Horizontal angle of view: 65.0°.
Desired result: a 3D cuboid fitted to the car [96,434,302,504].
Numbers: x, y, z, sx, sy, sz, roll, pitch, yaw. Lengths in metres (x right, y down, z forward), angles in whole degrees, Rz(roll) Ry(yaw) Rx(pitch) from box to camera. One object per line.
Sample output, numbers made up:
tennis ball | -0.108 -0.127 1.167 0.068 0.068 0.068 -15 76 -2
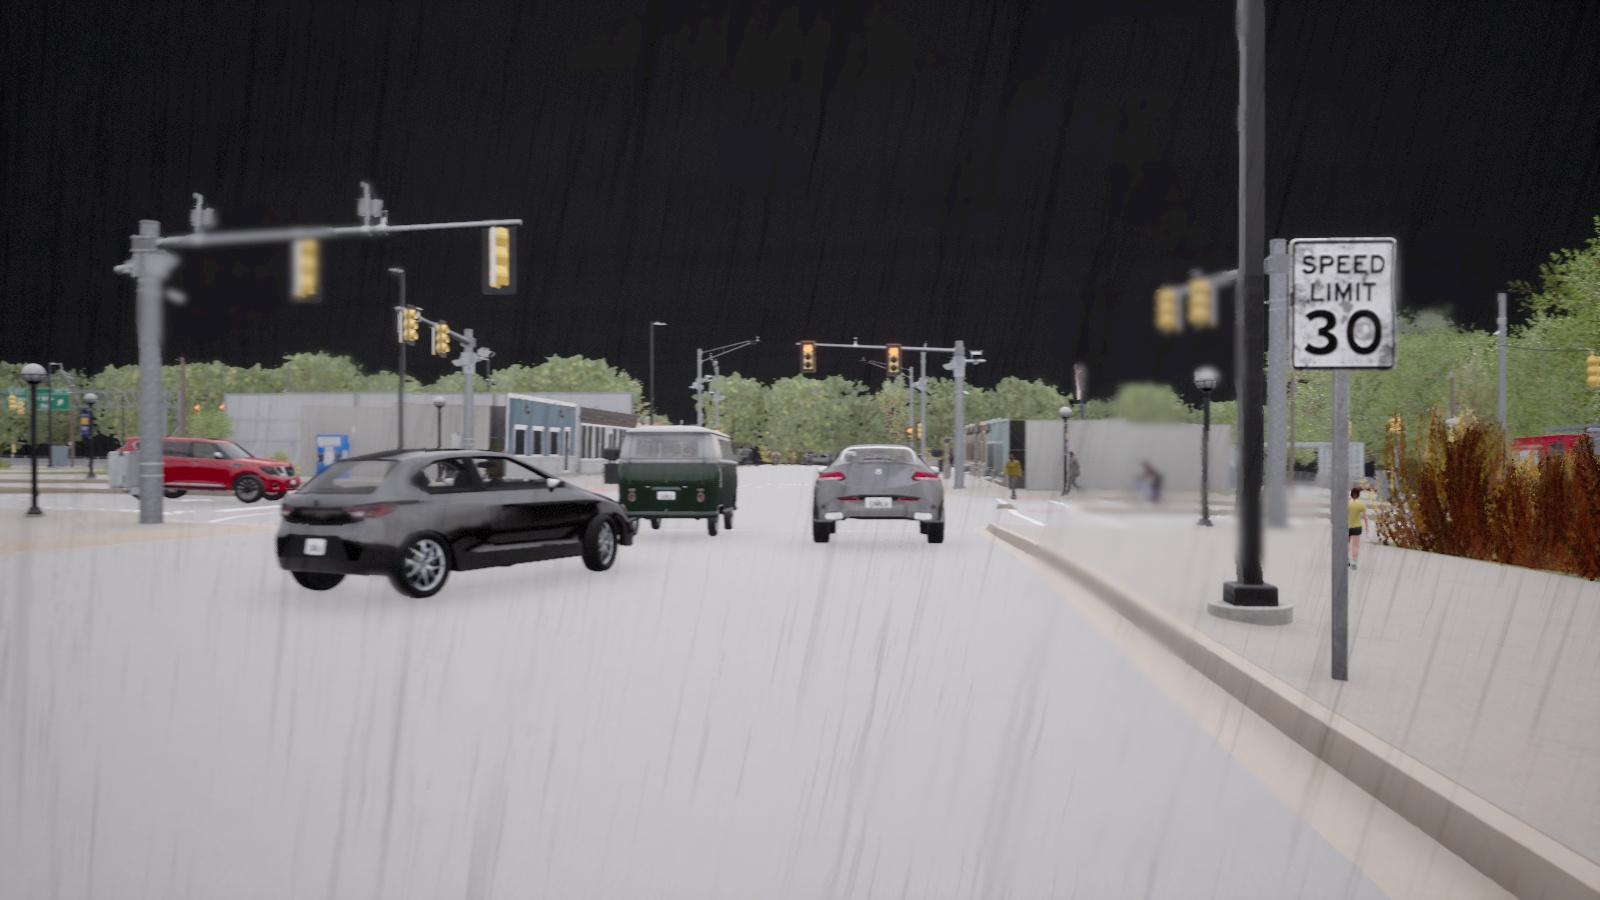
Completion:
car | -19.285 0.587 40.473 5.566 2.045 2.150 2 0 0

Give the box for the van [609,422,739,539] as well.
van | -2.255 0.563 23.577 1.775 1.987 4.442 0 -1 3

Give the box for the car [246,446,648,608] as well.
car | -3.709 0.715 13.955 1.816 1.474 4.193 0 1 31

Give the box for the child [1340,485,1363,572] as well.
child | 7.274 1.030 16.572 0.255 1.110 0.394 0 1 26

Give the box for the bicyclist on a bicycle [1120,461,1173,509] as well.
bicyclist on a bicycle | 12.145 1.222 44.046 1.656 1.620 0.582 2 -1 3

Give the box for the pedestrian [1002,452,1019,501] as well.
pedestrian | 7.948 0.992 47.398 0.431 1.840 0.709 0 1 29

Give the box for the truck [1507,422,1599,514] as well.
truck | 34.875 0.830 56.072 2.891 3.827 8.468 -1 -1 8

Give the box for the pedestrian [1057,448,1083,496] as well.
pedestrian | 11.095 0.902 51.552 0.873 1.952 0.659 0 1 -5

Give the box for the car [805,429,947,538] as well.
car | 1.297 0.560 21.578 2.152 1.651 5.027 0 -1 3
